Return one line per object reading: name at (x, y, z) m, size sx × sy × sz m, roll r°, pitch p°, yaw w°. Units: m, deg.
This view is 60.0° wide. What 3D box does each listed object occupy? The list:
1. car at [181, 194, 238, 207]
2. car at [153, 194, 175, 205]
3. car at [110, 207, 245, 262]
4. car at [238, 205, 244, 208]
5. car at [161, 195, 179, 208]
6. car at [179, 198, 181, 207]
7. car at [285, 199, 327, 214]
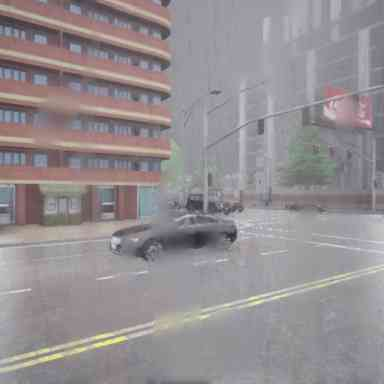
car at (1.579, 1.222, 32.791) m, size 2.150 × 2.045 × 5.566 m, roll 0°, pitch 0°, yaw -35°
car at (-5.183, 1.352, 61.107) m, size 2.097 × 1.767 × 4.553 m, roll 0°, pitch 0°, yaw -35°
car at (-0.510, 1.492, 12.140) m, size 4.902 × 1.511 × 2.128 m, roll 0°, pitch 0°, yaw -35°
car at (3.502, 1.601, 36.150) m, size 1.895 × 1.301 × 4.718 m, roll 0°, pitch 0°, yaw -35°
car at (-3.954, 1.352, 40.696) m, size 2.097 × 1.767 × 4.553 m, roll 0°, pitch 0°, yaw -35°
car at (-1.859, 1.491, 43.809) m, size 2.128 × 1.511 × 4.902 m, roll 0°, pitch 0°, yaw -35°
car at (12.279, 1.525, 35.997) m, size 1.812 × 1.442 × 4.674 m, roll 0°, pitch 0°, yaw -35°
